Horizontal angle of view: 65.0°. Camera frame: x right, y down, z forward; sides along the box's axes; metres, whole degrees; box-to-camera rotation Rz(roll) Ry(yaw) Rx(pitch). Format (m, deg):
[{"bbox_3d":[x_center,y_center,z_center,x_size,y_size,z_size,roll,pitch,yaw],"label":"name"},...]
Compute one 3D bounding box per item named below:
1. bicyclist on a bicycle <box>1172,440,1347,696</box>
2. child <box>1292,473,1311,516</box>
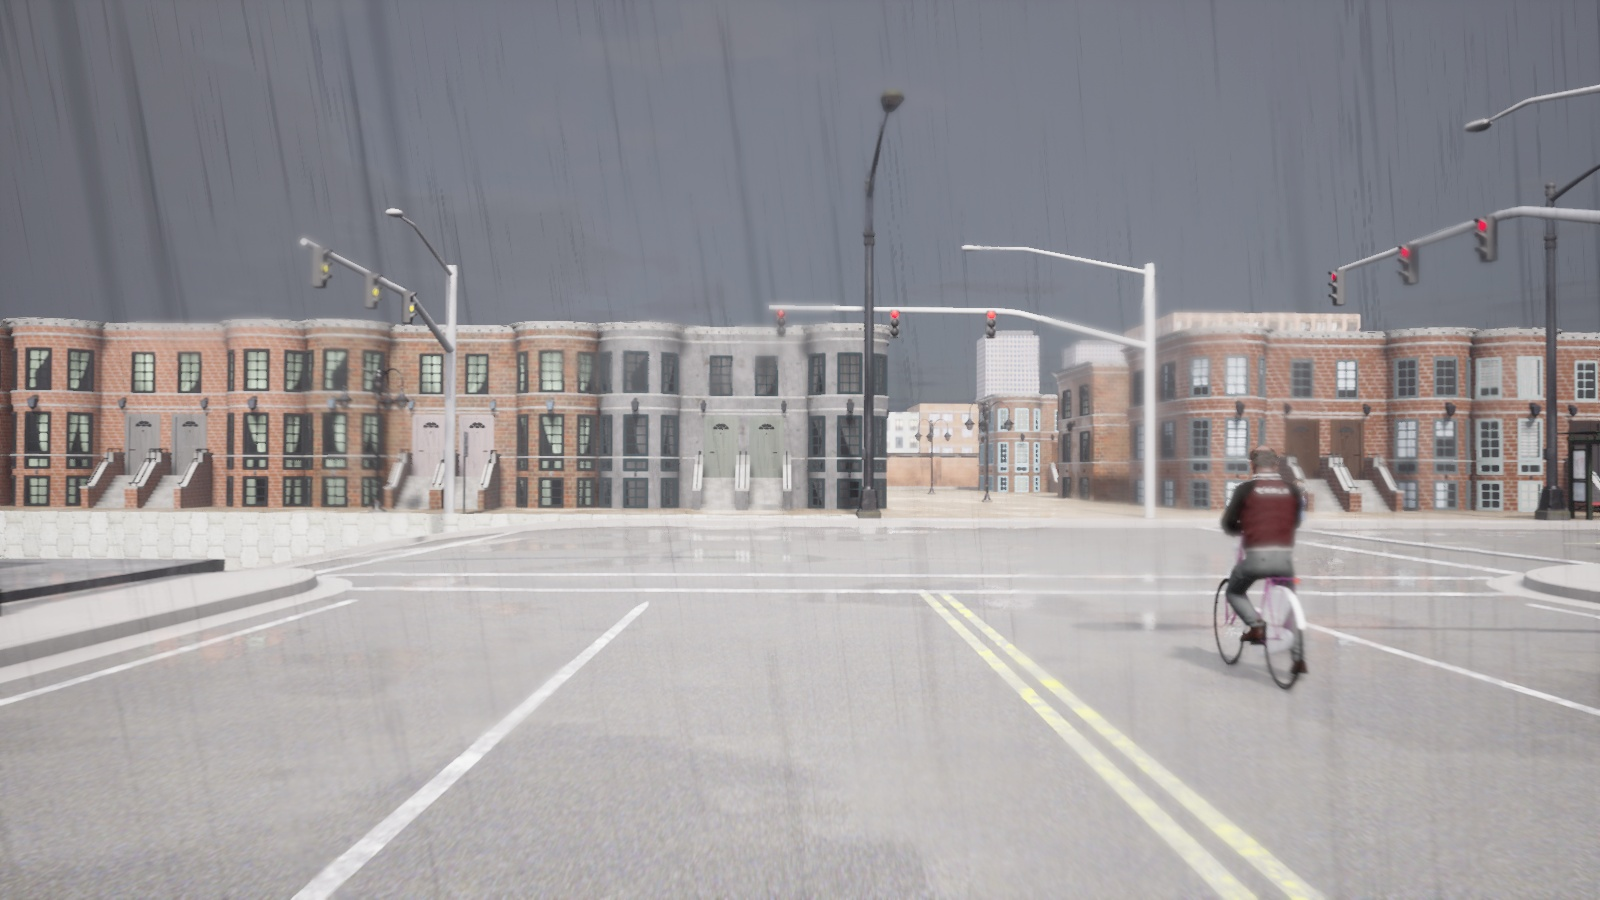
[{"bbox_3d":[3.477,0.833,9.680,0.659,1.776,1.843,0,-1,0],"label":"bicyclist on a bicycle"},{"bbox_3d":[14.761,1.308,36.998,0.437,1.263,0.270,0,-1,-1],"label":"child"}]
